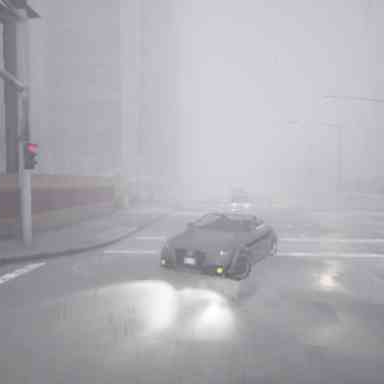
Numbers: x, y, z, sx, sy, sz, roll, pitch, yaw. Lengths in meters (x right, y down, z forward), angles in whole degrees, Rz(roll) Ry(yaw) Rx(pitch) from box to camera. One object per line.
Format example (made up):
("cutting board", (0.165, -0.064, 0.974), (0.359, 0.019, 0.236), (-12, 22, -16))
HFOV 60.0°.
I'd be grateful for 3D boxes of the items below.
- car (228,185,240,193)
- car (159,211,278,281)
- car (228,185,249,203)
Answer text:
("car", (7.722, -0.599, 61.654), (1.994, 1.385, 4.181), (0, 2, 6))
("car", (0.920, 1.252, 9.035), (1.994, 1.385, 4.181), (1, 3, 29))
("car", (4.900, 0.345, 34.745), (2.033, 1.411, 5.357), (0, 2, 6))
